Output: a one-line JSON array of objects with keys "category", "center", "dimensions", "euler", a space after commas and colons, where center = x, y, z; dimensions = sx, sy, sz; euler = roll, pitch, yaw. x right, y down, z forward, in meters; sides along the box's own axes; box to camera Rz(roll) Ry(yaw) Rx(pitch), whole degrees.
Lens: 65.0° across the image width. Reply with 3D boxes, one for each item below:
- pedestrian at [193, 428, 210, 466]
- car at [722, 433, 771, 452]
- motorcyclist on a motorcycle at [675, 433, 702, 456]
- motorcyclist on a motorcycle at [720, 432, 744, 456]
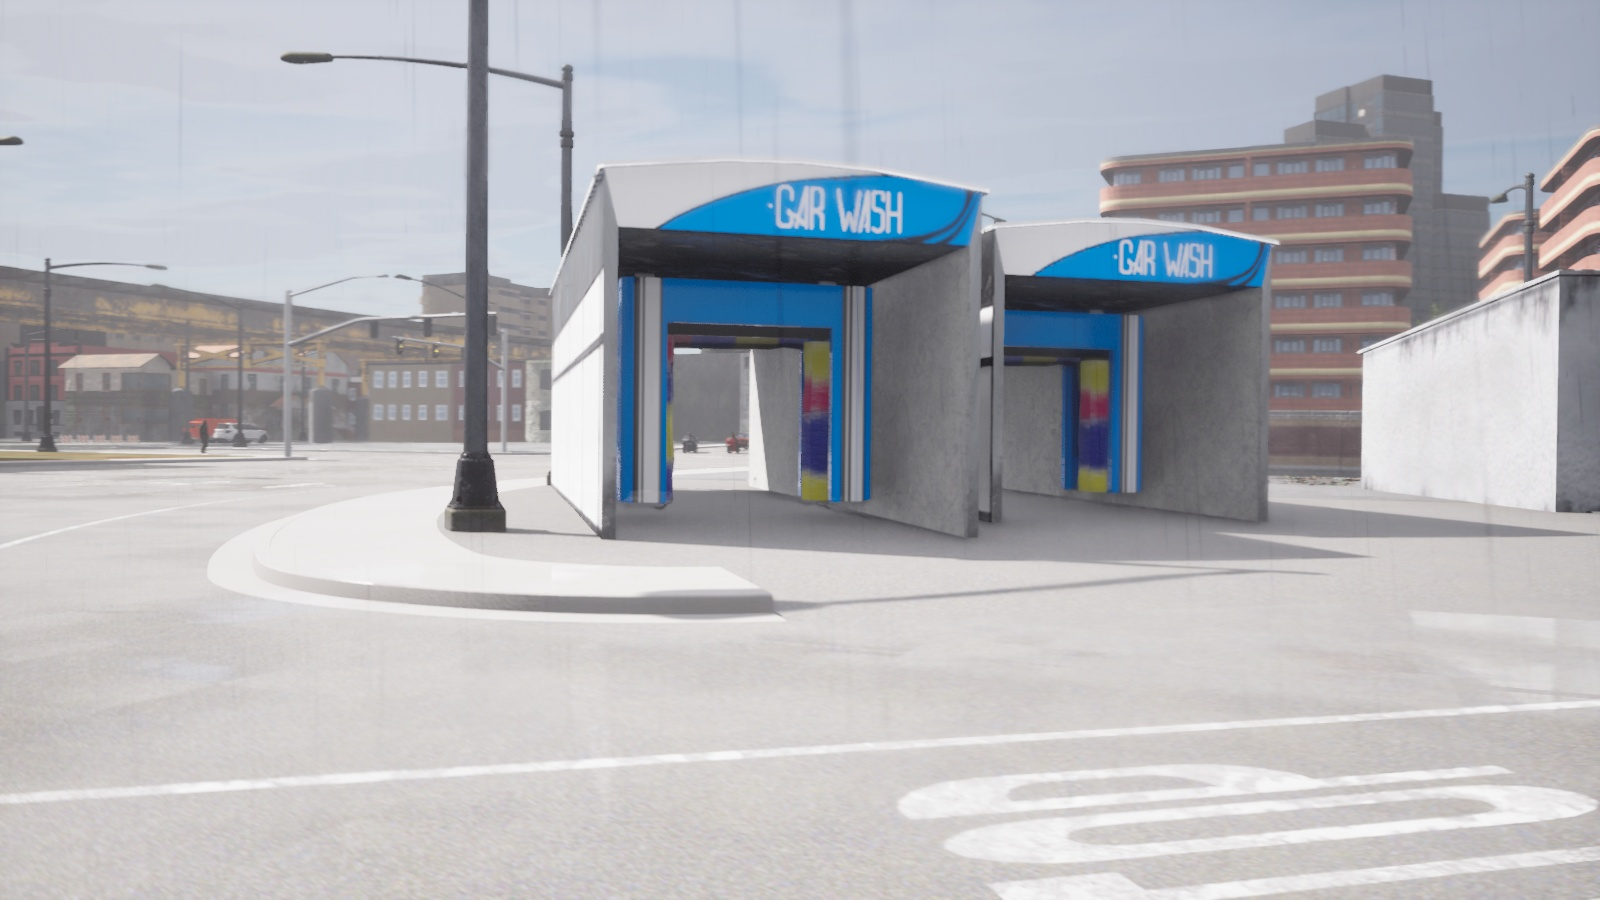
[{"category": "pedestrian", "center": [-30.795, -0.167, 64.644], "dimensions": [0.692, 1.930, 0.395], "euler": [0, 1, 20]}, {"category": "car", "center": [-4.018, -0.579, 94.604], "dimensions": [1.895, 1.301, 4.718], "euler": [0, 2, 22]}, {"category": "motorcyclist on a motorcycle", "center": [-7.588, -0.363, 85.604], "dimensions": [0.866, 1.530, 2.191], "euler": [0, 1, 22]}, {"category": "motorcyclist on a motorcycle", "center": [-4.543, -0.419, 83.985], "dimensions": [0.797, 1.523, 2.044], "euler": [0, 1, 21]}]
